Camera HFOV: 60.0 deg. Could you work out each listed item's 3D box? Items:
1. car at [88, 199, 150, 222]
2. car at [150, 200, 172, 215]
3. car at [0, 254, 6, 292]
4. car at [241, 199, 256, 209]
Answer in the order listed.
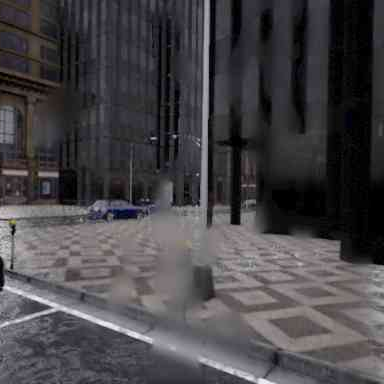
[{"bbox_3d":[-5.839,1.373,26.245,2.097,1.767,4.553,1,0,36],"label":"car"},{"bbox_3d":[-3.949,1.601,34.367,1.812,1.442,4.674,1,0,36],"label":"car"},{"bbox_3d":[-5.575,1.442,6.936,4.313,1.339,1.947,1,1,35],"label":"car"},{"bbox_3d":[9.158,1.910,52.557,1.837,1.490,4.892,1,0,36],"label":"car"}]
